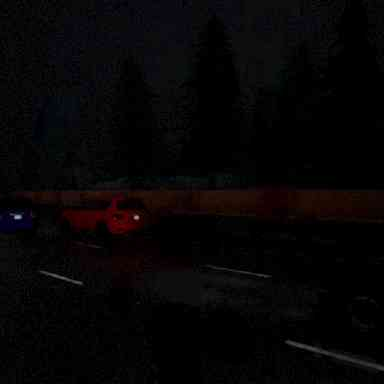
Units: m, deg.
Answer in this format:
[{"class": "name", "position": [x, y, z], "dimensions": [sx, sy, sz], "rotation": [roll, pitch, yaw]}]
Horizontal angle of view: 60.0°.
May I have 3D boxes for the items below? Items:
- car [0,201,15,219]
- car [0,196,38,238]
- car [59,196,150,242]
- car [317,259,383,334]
[{"class": "car", "position": [-17.750, 1.574, 29.900], "dimensions": [2.033, 1.411, 5.357], "rotation": [0, 0, -41]}, {"class": "car", "position": [-9.831, 1.237, 16.815], "dimensions": [5.566, 2.045, 2.150], "rotation": [0, 0, 43]}, {"class": "car", "position": [-4.514, 1.242, 16.732], "dimensions": [5.566, 2.045, 2.150], "rotation": [0, 0, 41]}, {"class": "car", "position": [4.515, 1.615, 5.124], "dimensions": [4.718, 1.301, 1.895], "rotation": [0, 0, 35]}]
